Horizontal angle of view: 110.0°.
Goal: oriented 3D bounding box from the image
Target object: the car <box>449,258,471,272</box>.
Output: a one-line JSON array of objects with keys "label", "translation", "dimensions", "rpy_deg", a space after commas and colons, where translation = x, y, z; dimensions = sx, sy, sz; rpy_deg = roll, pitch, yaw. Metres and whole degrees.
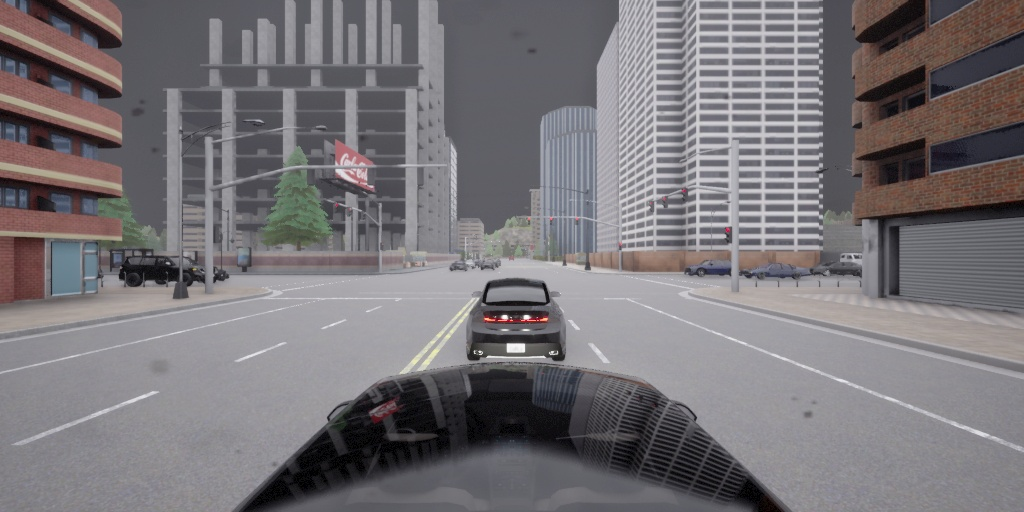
[{"label": "car", "translation": [-6.867, 1.314, 46.422], "dimensions": [1.994, 1.385, 4.181], "rpy_deg": [0, 0, 0]}]

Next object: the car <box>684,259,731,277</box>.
[{"label": "car", "translation": [19.222, 1.102, 34.728], "dimensions": [4.553, 1.767, 2.097], "rpy_deg": [0, 0, 0]}]

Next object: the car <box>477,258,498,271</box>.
[{"label": "car", "translation": [-3.348, 1.257, 49.946], "dimensions": [1.837, 1.490, 4.892], "rpy_deg": [0, -1, 0]}]

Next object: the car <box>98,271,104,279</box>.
[{"label": "car", "translation": [-34.871, 1.297, 27.514], "dimensions": [5.357, 1.411, 2.033], "rpy_deg": [0, 0, 0]}]

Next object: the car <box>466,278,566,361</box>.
[{"label": "car", "translation": [0.095, 1.255, 8.268], "dimensions": [1.837, 1.490, 4.892], "rpy_deg": [0, 0, 1]}]

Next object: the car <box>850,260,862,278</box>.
[{"label": "car", "translation": [32.724, 1.314, 31.217], "dimensions": [4.181, 1.385, 1.994], "rpy_deg": [0, 0, 0]}]

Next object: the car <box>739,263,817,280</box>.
[{"label": "car", "translation": [22.812, 1.297, 31.229], "dimensions": [5.357, 1.411, 2.033], "rpy_deg": [0, 0, 0]}]

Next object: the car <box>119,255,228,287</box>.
[{"label": "car", "translation": [-22.808, 0.972, 24.015], "dimensions": [5.566, 2.045, 2.150], "rpy_deg": [0, 0, 0]}]

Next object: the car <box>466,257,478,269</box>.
[{"label": "car", "translation": [-6.812, 1.275, 55.859], "dimensions": [1.812, 1.442, 4.674], "rpy_deg": [0, 0, 0]}]

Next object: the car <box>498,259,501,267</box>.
[{"label": "car", "translation": [-3.274, 1.227, 60.976], "dimensions": [1.882, 1.535, 5.008], "rpy_deg": [0, 0, 1]}]

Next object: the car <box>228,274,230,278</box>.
[{"label": "car", "translation": [-24.285, 1.314, 27.515], "dimensions": [4.181, 1.385, 1.994], "rpy_deg": [0, 0, 0]}]

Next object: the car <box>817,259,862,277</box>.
[{"label": "car", "translation": [31.186, 1.255, 34.716], "dimensions": [4.892, 1.490, 1.837], "rpy_deg": [0, 0, 0]}]
